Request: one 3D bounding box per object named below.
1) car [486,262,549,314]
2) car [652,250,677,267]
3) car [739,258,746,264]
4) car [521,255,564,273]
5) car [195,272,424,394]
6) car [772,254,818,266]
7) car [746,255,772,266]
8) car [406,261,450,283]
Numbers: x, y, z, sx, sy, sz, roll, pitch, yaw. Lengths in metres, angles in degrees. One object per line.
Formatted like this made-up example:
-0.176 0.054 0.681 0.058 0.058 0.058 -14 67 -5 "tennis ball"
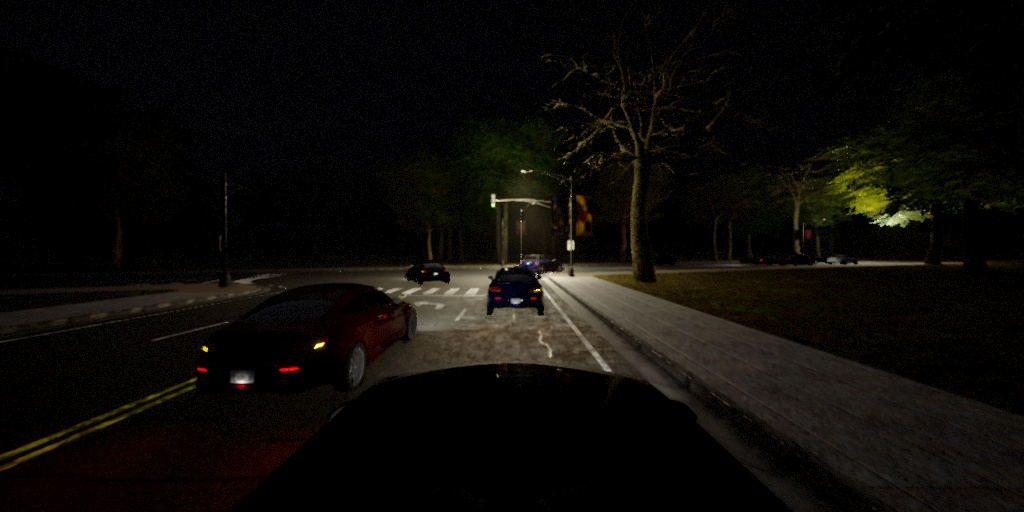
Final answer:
0.106 1.118 12.729 1.812 1.442 4.674 0 1 0 "car"
18.265 0.308 45.489 5.566 2.045 2.150 0 1 -22 "car"
35.647 0.563 52.638 4.718 1.301 1.895 0 1 -22 "car"
2.640 0.650 31.235 2.097 1.767 4.553 1 2 37 "car"
-3.144 1.210 6.480 1.812 1.442 4.674 0 1 0 "car"
36.195 0.521 45.811 5.008 1.535 1.882 0 1 -23 "car"
34.951 0.558 48.813 5.357 1.411 2.033 0 1 -23 "car"
-5.500 1.008 23.140 1.994 1.385 4.181 0 1 -28 "car"
